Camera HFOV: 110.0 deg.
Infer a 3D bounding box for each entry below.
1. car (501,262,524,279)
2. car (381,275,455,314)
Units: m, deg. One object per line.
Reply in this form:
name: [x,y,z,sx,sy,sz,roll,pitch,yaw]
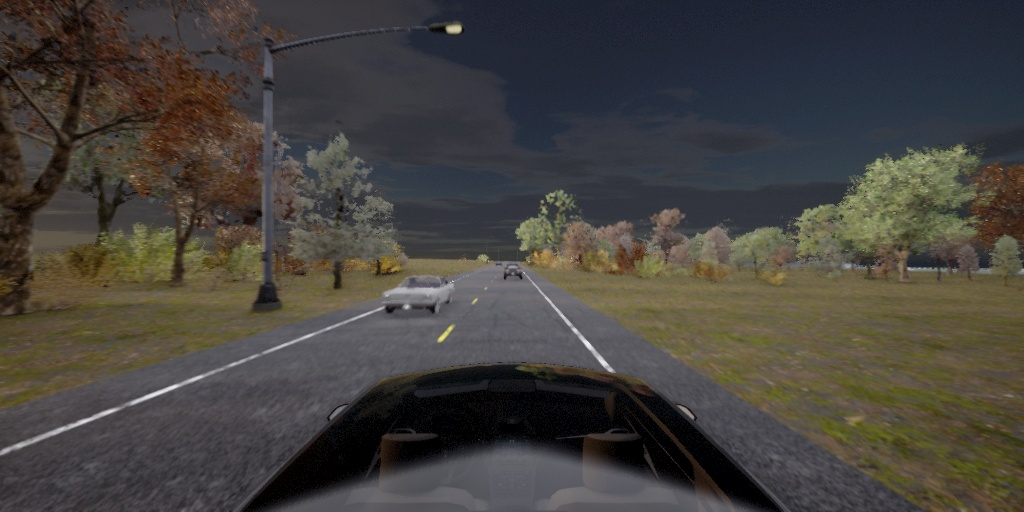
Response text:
car: [0.095,1.561,36.751,1.812,1.442,4.674,0,0,0]
car: [-3.601,1.460,14.518,1.895,1.301,4.718,0,0,0]
